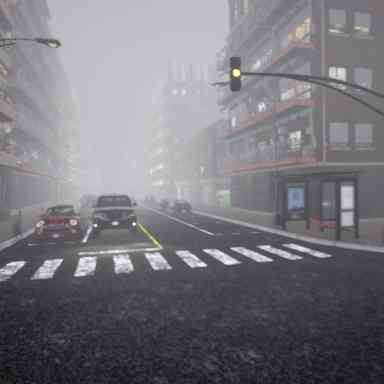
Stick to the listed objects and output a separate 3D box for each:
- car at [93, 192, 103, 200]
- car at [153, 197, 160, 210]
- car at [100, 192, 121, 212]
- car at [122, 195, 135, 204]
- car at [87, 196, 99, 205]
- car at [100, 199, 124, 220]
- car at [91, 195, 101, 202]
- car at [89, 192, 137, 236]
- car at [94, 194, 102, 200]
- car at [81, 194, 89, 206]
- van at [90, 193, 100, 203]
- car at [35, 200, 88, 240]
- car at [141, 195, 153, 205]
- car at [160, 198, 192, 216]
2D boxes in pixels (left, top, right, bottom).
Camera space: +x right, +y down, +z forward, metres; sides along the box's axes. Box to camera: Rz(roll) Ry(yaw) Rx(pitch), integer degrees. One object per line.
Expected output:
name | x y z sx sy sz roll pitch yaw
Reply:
car | -24.751 1.037 87.774 2.192 1.841 5.009 -1 1 -14
car | -2.635 1.299 35.225 1.887 1.381 4.507 -1 1 -14
car | -9.509 1.071 38.762 2.150 2.045 5.566 -1 0 -14
car | -10.996 1.289 57.432 1.994 1.385 4.181 -1 0 -14
car | -16.309 1.367 54.836 1.752 1.417 4.829 -1 1 -14
car | -6.851 1.390 28.368 1.837 1.490 4.892 -1 0 -14
car | -20.548 1.333 71.389 2.008 1.369 4.403 -1 1 -14
car | -4.349 1.141 18.568 2.150 2.045 5.566 -1 0 -14
car | -23.305 1.268 82.148 1.752 1.417 4.829 -1 1 -14
car | -13.558 1.194 44.074 2.192 1.841 5.009 -1 1 -14
van | -19.153 1.143 65.925 1.690 1.788 3.998 -1 1 -14
car | -6.559 1.414 16.764 1.967 1.590 4.097 -1 1 -14
car | -6.835 1.138 51.611 1.967 1.590 4.097 -1 1 -14
car | -1.236 1.324 29.763 2.008 1.369 4.403 -1 1 -14
